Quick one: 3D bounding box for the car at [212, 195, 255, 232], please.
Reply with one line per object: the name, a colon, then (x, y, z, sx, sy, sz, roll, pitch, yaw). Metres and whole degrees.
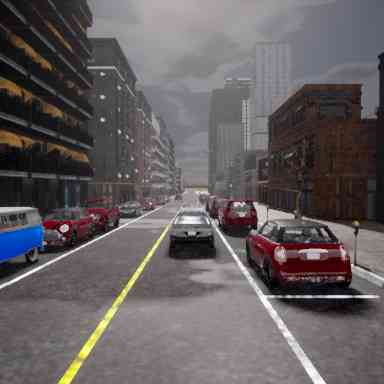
car: (2.671, 1.307, 20.079, 2.192, 1.841, 5.009, -1, 0, 0)

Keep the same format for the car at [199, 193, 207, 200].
car: (3.000, 1.303, 90.604, 2.097, 1.767, 4.553, 0, 0, 0)

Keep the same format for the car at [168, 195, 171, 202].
car: (-5.704, 1.494, 68.190, 1.752, 1.417, 4.829, -1, 0, 0)

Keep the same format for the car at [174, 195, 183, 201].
car: (-3.000, 1.365, 75.924, 1.837, 1.490, 4.892, 0, 0, 0)

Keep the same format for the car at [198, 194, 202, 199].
car: (2.677, 1.532, 62.839, 2.008, 1.369, 4.403, -1, 0, 0)

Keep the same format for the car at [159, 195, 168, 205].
car: (-5.706, 1.415, 57.937, 1.967, 1.590, 4.097, -1, 0, 0)

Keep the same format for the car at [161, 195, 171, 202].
car: (-5.705, 1.405, 73.940, 1.967, 1.590, 4.097, -1, 0, 0)

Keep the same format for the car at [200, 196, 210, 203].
car: (2.644, 1.535, 68.411, 1.947, 1.339, 4.313, -1, 0, 0)

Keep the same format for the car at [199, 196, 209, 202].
car: (2.644, 1.531, 73.990, 1.947, 1.339, 4.313, -1, 0, 0)

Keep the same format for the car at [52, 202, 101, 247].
car: (-5.706, 1.434, 14.679, 1.967, 1.590, 4.097, -1, 0, 0)

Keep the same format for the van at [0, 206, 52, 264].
van: (-5.708, 1.337, 9.272, 1.690, 1.788, 3.998, -1, 0, 0)

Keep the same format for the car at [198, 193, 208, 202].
car: (2.639, 1.276, 79.570, 2.192, 1.841, 5.009, -1, 0, 0)

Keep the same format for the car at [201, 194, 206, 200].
car: (2.672, 1.298, 41.708, 2.192, 1.841, 5.009, -1, 0, 0)

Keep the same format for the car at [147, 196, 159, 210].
car: (-5.706, 1.423, 41.715, 1.967, 1.590, 4.097, -1, 0, 0)

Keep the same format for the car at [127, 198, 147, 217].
car: (-5.704, 1.539, 30.901, 2.008, 1.369, 4.403, -1, 0, 0)

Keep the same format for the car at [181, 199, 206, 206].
car: (0.000, 1.605, 29.686, 1.895, 1.301, 4.718, 0, 0, 0)

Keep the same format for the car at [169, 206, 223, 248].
car: (0.000, 1.558, 14.654, 2.033, 1.411, 5.357, 0, 0, 0)

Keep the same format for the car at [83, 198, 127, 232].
car: (-5.708, 1.307, 20.087, 2.192, 1.841, 5.009, -1, 0, 0)

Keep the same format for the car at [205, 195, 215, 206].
car: (2.671, 1.303, 30.894, 2.192, 1.841, 5.009, -1, 0, 0)

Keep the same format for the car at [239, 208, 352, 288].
car: (2.674, 1.436, 9.264, 1.967, 1.590, 4.097, -1, 0, 0)

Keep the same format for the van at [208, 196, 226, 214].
van: (2.672, 1.327, 36.301, 1.690, 1.788, 3.998, -1, 0, 0)
